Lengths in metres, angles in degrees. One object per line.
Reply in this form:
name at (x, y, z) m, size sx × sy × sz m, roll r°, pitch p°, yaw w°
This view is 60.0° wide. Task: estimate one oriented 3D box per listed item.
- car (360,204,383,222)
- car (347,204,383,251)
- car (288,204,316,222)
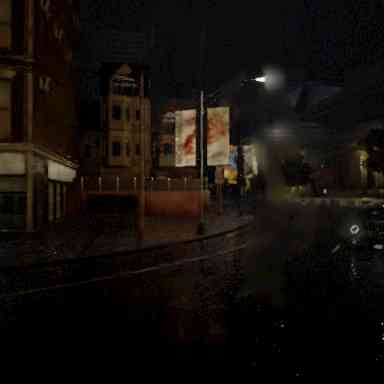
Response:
car at (16.729, 1.786, 29.578) m, size 1.994 × 1.385 × 4.181 m, roll 0°, pitch 0°, yaw 9°
car at (7.926, 1.460, 14.311) m, size 2.097 × 1.767 × 4.553 m, roll 0°, pitch 0°, yaw 27°
car at (9.430, 1.771, 28.737) m, size 1.994 × 1.385 × 4.181 m, roll 0°, pitch -1°, yaw 11°
